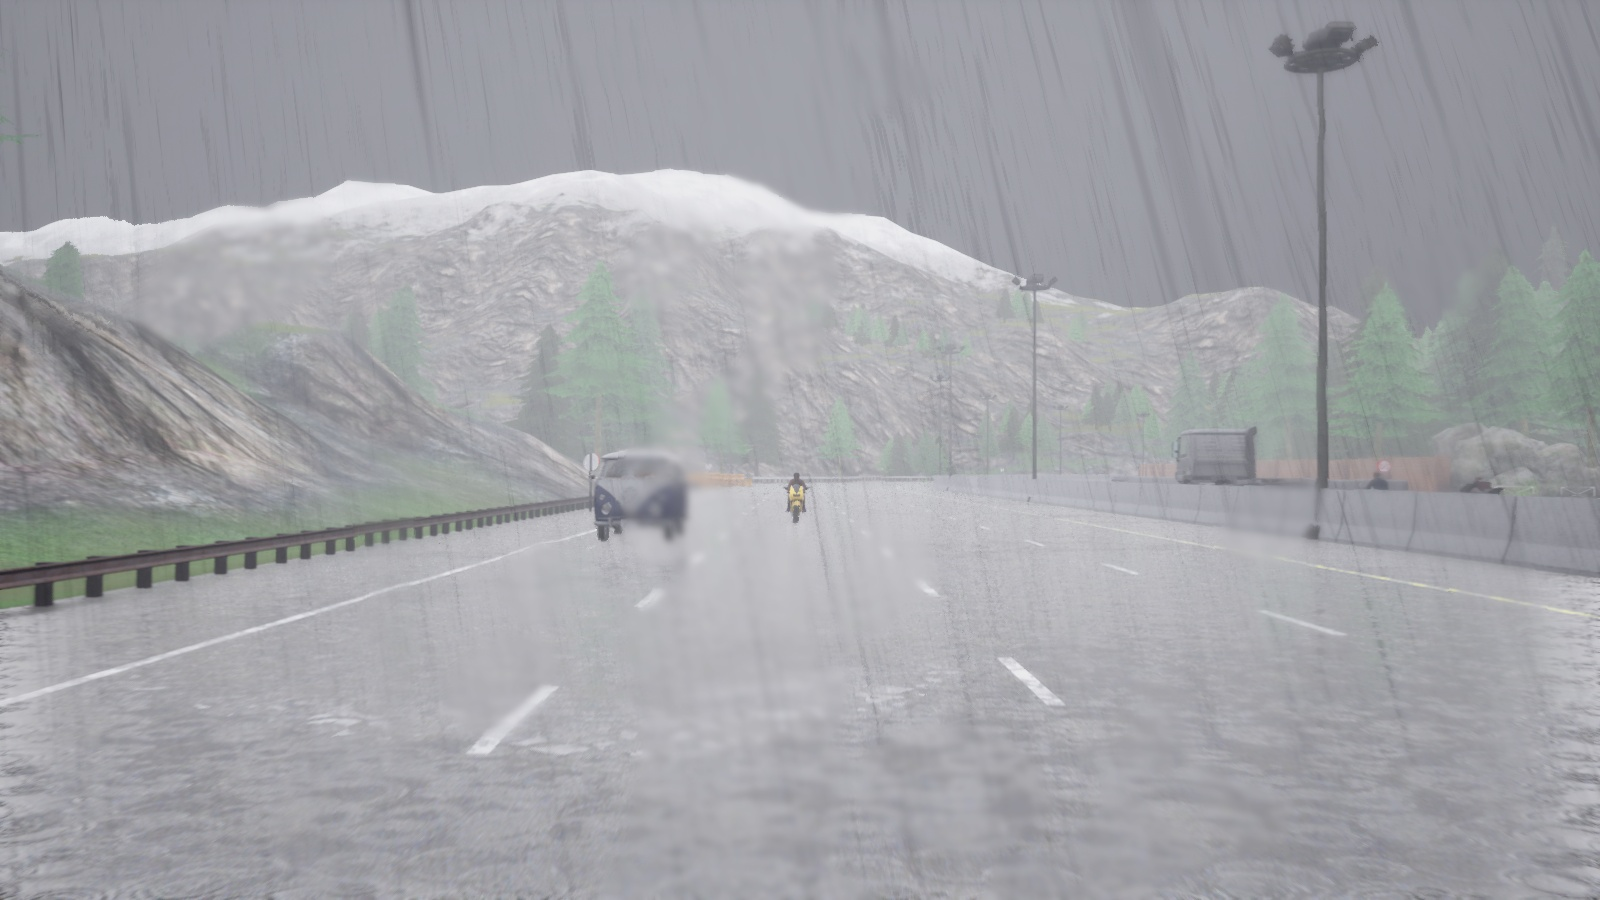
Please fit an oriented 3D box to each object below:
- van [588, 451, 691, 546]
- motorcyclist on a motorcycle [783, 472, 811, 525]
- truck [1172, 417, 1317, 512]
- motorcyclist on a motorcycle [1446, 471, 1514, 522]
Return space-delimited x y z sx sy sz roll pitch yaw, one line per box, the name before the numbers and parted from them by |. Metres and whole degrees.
van | -3.570 1.061 28.588 1.775 1.987 4.442 0 -1 0
motorcyclist on a motorcycle | -0.090 1.421 37.332 0.797 1.523 2.044 0 -1 0
truck | 17.376 0.597 49.791 2.891 3.462 7.936 0 -1 0
motorcyclist on a motorcycle | 20.906 1.413 38.664 0.866 1.530 2.191 0 -1 0
